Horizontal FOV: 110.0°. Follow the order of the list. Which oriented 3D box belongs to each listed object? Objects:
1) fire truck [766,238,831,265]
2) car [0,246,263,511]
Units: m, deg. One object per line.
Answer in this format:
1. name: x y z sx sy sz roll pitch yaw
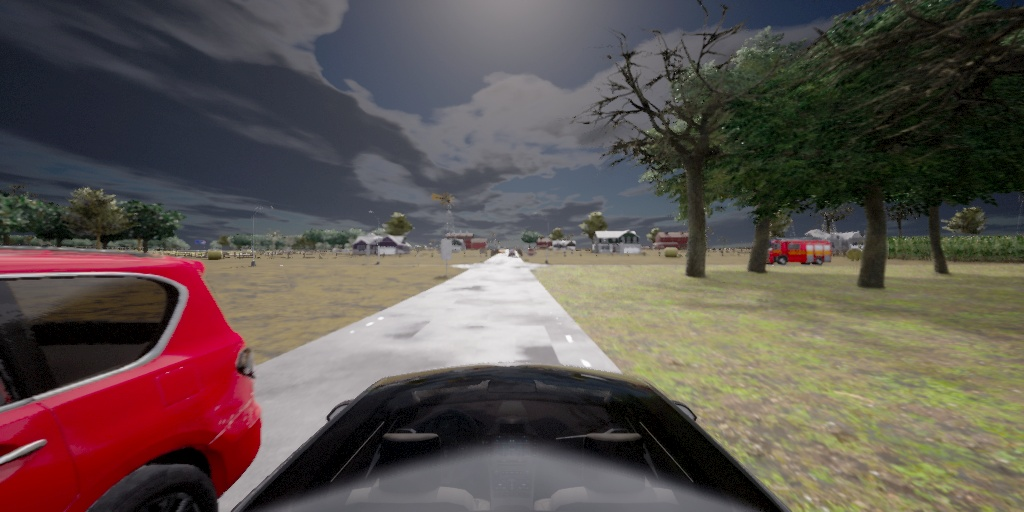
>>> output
1. fire truck: 39.350 -0.609 50.187 8.468 3.827 2.891 0 -1 0
2. car: -2.849 0.969 0.235 2.150 2.045 5.566 0 0 0
